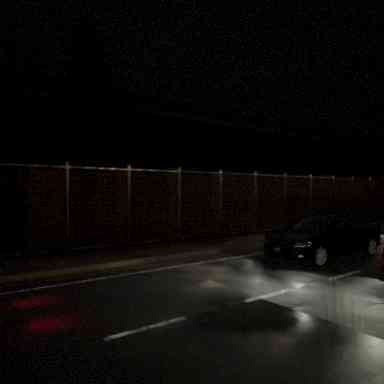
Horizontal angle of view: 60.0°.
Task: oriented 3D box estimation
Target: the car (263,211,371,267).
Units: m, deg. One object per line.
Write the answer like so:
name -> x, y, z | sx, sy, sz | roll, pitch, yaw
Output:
car -> 4.621, 1.468, 11.584 | 5.008, 1.535, 1.882 | 0, 0, -36

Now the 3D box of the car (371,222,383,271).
car -> 7.160, 1.341, 9.042 | 4.553, 1.767, 2.097 | 0, 0, -35
